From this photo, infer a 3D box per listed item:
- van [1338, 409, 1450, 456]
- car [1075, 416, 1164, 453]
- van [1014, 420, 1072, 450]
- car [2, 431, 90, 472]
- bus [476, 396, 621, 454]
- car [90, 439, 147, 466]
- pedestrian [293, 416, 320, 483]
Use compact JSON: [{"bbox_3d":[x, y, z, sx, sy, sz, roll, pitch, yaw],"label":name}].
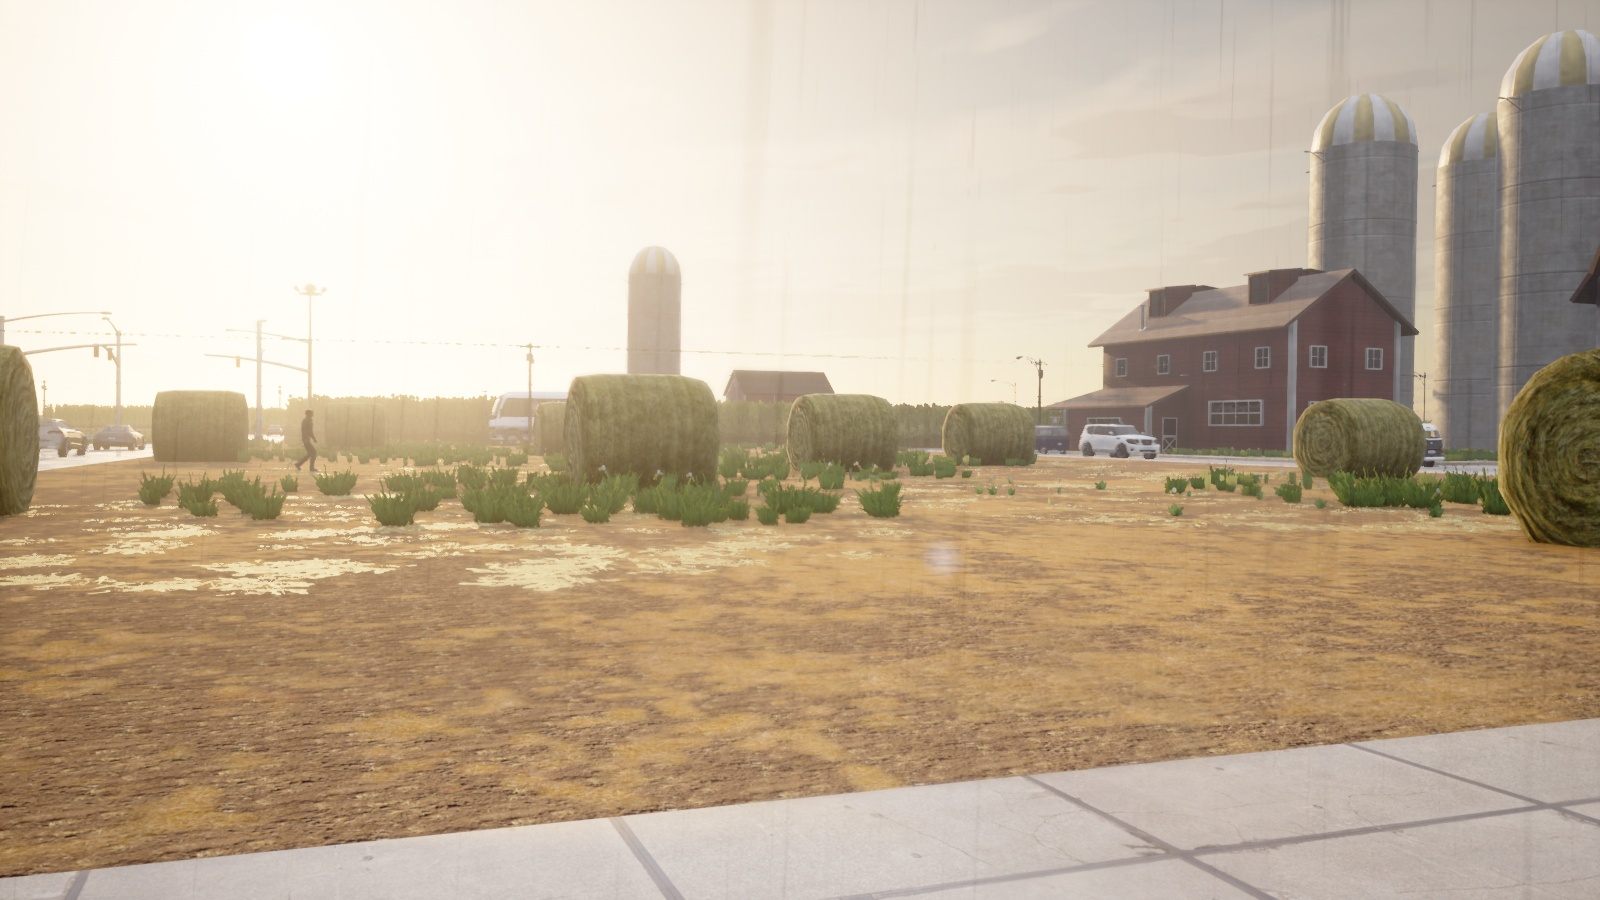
[{"bbox_3d":[27.696,-0.798,58.693,2.069,2.038,4.480,-2,1,-22],"label":"van"},{"bbox_3d":[18.382,-0.888,72.552,2.150,2.045,5.566,-1,1,-22],"label":"car"},{"bbox_3d":[16.642,-1.060,86.312,1.775,1.987,4.442,-1,1,-22],"label":"van"},{"bbox_3d":[-32.395,0.011,54.132,2.152,1.651,5.027,-1,1,-18],"label":"car"},{"bbox_3d":[-19.235,-1.935,96.137,10.273,4.253,3.944,-1,1,-21],"label":"bus"},{"bbox_3d":[-36.959,0.117,68.199,1.994,1.385,4.181,-1,1,-18],"label":"car"},{"bbox_3d":[-13.784,-0.014,35.095,0.614,1.847,0.353,-1,1,-8],"label":"pedestrian"}]
